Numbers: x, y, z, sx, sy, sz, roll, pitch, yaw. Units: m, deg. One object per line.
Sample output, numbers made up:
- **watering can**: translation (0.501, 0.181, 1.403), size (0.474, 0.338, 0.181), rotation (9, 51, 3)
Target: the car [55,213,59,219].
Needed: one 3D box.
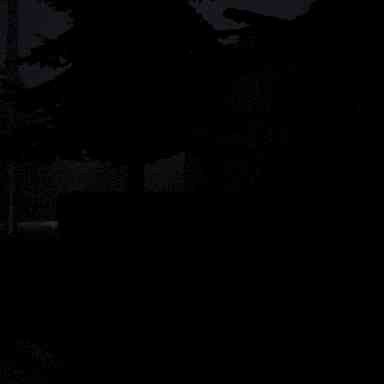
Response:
- **car**: translation (-7.296, 1.087, 23.566), size (2.097, 1.767, 4.553), rotation (1, 1, 36)
